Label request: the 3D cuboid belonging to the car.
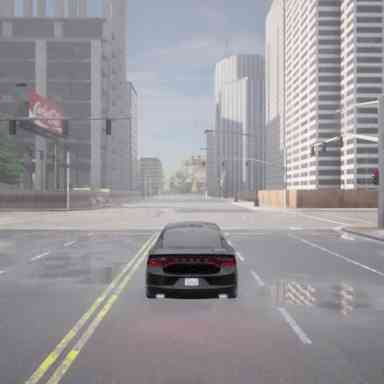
[{"bbox_3d":[0.001,1.477,8.499,1.882,1.535,5.008,0,0,0],"label":"car"}]
